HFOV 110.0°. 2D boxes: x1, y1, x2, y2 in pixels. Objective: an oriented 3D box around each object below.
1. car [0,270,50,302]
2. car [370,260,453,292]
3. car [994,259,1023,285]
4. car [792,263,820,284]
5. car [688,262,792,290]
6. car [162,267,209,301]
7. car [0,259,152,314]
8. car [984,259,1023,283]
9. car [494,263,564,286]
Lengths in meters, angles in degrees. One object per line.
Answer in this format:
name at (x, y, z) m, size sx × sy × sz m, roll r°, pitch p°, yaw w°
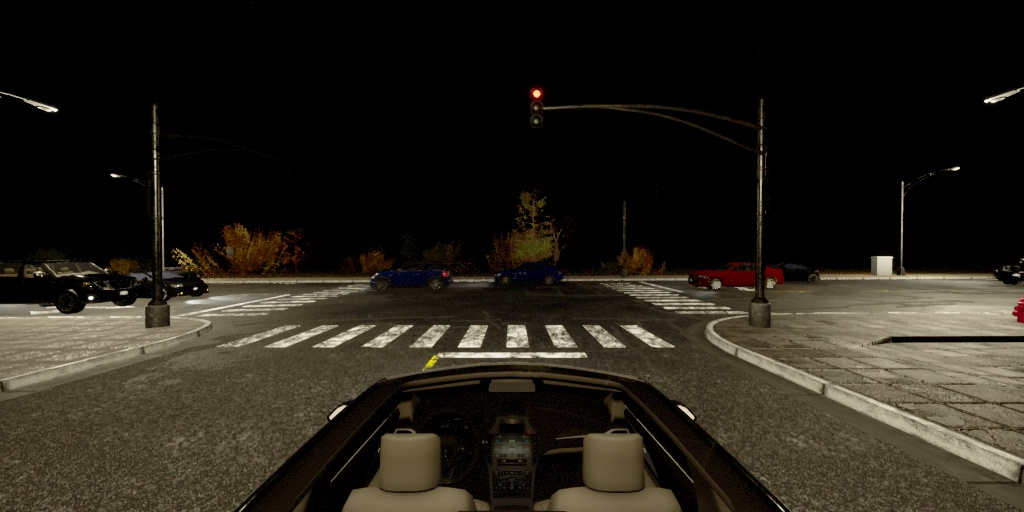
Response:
car at (-26.762, 1.482, 17.672) m, size 5.357 × 1.411 × 2.033 m, roll 0°, pitch 1°, yaw 0°
car at (-5.825, 1.093, 20.974) m, size 4.553 × 1.767 × 2.097 m, roll 0°, pitch 0°, yaw 0°
car at (31.875, 0.742, 20.665) m, size 5.566 × 2.045 × 2.150 m, roll 0°, pitch 1°, yaw 0°
car at (18.011, 1.124, 24.030) m, size 4.181 × 1.385 × 1.994 m, roll 0°, pitch 1°, yaw 0°
car at (12.867, 1.112, 20.772) m, size 5.008 × 1.535 × 1.882 m, roll 0°, pitch 1°, yaw -1°
car at (-17.522, 1.437, 17.602) m, size 4.181 × 1.385 × 1.994 m, roll 0°, pitch 1°, yaw 0°
car at (-18.277, 1.140, 14.352) m, size 5.566 × 2.045 × 2.150 m, roll 0°, pitch 1°, yaw 0°
car at (35.319, 0.948, 23.888) m, size 4.902 × 1.511 × 2.128 m, roll 0°, pitch 1°, yaw 0°
car at (1.156, 1.192, 24.158) m, size 4.674 × 1.442 × 1.812 m, roll 0°, pitch 1°, yaw 0°
